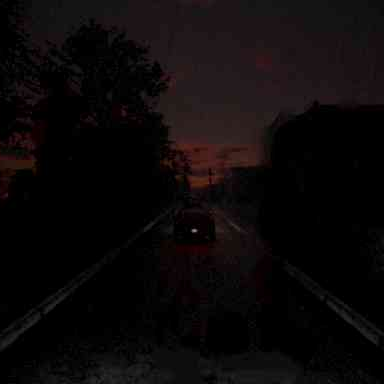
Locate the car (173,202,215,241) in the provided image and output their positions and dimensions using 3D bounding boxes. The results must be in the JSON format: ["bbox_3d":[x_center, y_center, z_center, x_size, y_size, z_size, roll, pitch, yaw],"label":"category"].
[{"bbox_3d":[0.104,1.518,16.813,1.882,1.535,5.008,0,0,0],"label":"car"}]

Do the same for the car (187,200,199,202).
[{"bbox_3d":[0.112,1.596,34.691,1.837,1.490,4.892,0,0,0],"label":"car"}]
